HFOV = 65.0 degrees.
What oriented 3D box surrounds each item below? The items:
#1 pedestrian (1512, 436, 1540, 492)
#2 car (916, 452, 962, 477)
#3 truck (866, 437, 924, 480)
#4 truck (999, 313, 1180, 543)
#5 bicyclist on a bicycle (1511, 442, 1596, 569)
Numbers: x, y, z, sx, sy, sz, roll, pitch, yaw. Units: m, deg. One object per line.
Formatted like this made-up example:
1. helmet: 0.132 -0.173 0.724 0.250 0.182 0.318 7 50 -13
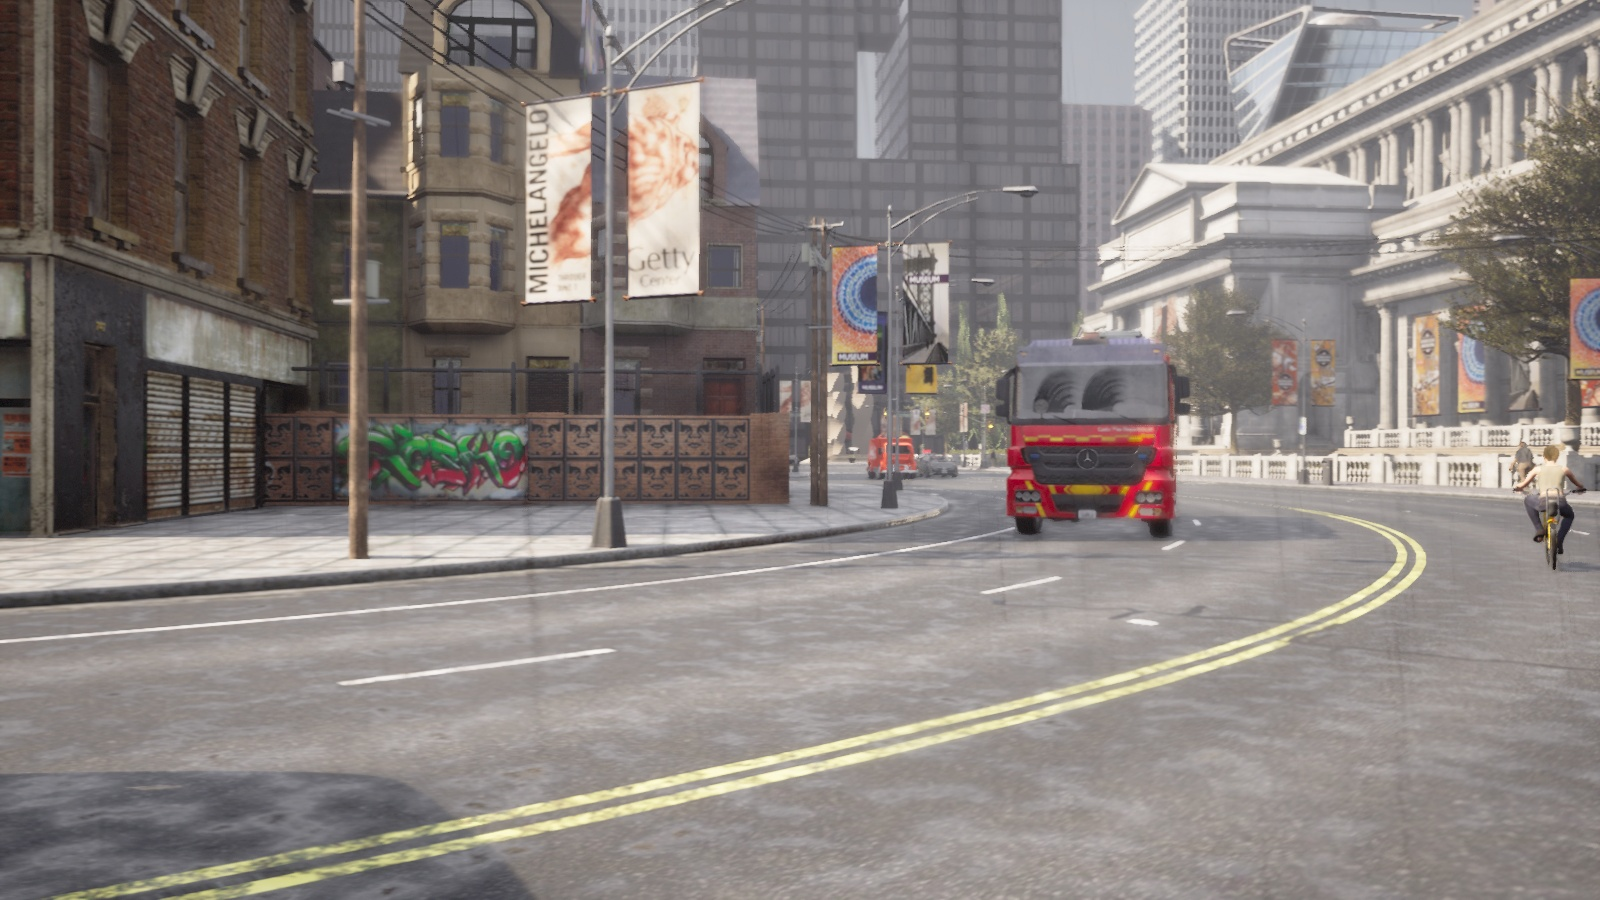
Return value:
1. pedestrian: 24.427 0.470 42.255 0.540 1.848 0.694 0 0 -3
2. car: 8.748 0.917 79.279 2.007 1.525 4.514 0 0 -5
3. truck: 5.624 0.478 74.987 2.627 2.467 5.204 0 0 -5
4. truck: 6.098 -0.356 25.317 2.891 3.827 8.468 0 0 18
5. bicyclist on a bicycle: 10.007 0.708 16.732 0.866 1.612 1.509 -1 0 28
